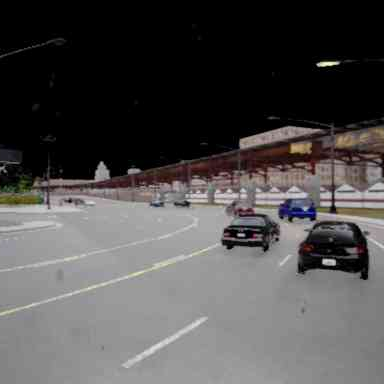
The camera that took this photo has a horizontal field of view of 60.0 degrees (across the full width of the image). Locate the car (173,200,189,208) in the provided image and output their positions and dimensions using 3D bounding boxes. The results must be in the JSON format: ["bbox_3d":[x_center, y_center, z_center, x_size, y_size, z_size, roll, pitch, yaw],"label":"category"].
[{"bbox_3d":[-2.134,2.272,64.016,1.837,1.490,4.892,0,-1,-26],"label":"car"}]

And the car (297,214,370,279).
[{"bbox_3d":[4.496,1.632,10.474,1.812,1.442,4.674,0,-1,26],"label":"car"}]

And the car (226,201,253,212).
[{"bbox_3d":[5.129,1.759,36.093,2.097,1.767,4.553,0,-1,-7],"label":"car"}]

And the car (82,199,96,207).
[{"bbox_3d":[-22.573,2.491,73.752,1.812,1.442,4.674,0,-1,-26],"label":"car"}]

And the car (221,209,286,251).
[{"bbox_3d":[2.810,1.716,15.066,2.033,1.411,5.357,0,-1,22],"label":"car"}]

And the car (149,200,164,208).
[{"bbox_3d":[-7.003,2.336,66.034,1.812,1.442,4.674,0,-1,-26],"label":"car"}]

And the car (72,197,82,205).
[{"bbox_3d":[-29.728,2.524,88.377,2.097,1.767,4.553,0,-1,-26],"label":"car"}]

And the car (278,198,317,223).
[{"bbox_3d":[9.111,1.530,29.165,2.150,2.045,5.566,0,-1,2],"label":"car"}]
